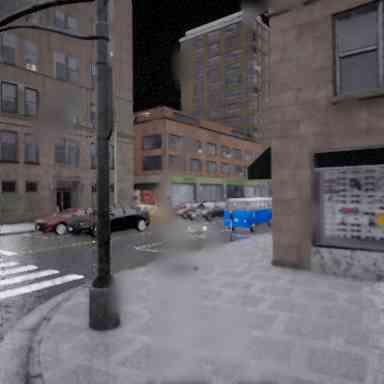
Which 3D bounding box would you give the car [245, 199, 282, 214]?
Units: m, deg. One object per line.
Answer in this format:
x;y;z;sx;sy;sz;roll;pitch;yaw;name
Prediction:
7.417;1.423;34.219;1.895;1.301;4.718;-1;0;36;car

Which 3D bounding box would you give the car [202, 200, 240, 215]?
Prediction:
2.887;1.479;32.673;1.802;1.307;4.206;0;0;36;car

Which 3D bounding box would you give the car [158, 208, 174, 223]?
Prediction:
-3.662;1.527;23.642;1.752;1.417;4.829;0;0;36;car

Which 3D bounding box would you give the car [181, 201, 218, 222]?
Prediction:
1.499;1.443;26.072;1.812;1.442;4.674;-1;0;36;car

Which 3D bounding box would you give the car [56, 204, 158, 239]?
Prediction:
-4.387;1.490;17.972;1.882;1.535;5.008;-1;0;35;car

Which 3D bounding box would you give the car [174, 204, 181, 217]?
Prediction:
-0.337;1.530;28.227;1.802;1.307;4.206;0;0;36;car

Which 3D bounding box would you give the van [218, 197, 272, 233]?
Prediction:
3.358;1.223;18.790;1.690;1.788;3.998;0;0;36;van

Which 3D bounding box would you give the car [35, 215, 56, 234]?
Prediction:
-6.786;1.598;19.333;1.887;1.381;4.507;0;0;36;car

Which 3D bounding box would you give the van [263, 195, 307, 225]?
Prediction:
6.581;1.171;23.236;1.690;1.788;3.998;0;0;36;van
